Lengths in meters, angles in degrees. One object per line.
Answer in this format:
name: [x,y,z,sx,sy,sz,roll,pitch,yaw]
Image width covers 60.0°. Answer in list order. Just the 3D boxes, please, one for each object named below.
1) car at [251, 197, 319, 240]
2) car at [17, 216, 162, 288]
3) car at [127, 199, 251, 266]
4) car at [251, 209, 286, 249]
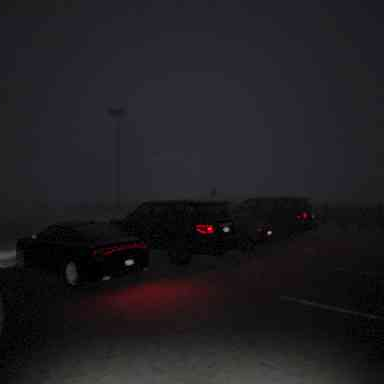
car: [3.719,1.272,17.421,5.566,2.045,2.150,-1,0,42]
car: [-3.340,1.571,9.651,5.008,1.535,1.882,-1,0,42]
car: [-0.907,1.299,12.167,5.566,2.045,2.150,-1,0,42]
car: [1.618,1.624,14.606,4.181,1.385,1.994,-1,0,42]
